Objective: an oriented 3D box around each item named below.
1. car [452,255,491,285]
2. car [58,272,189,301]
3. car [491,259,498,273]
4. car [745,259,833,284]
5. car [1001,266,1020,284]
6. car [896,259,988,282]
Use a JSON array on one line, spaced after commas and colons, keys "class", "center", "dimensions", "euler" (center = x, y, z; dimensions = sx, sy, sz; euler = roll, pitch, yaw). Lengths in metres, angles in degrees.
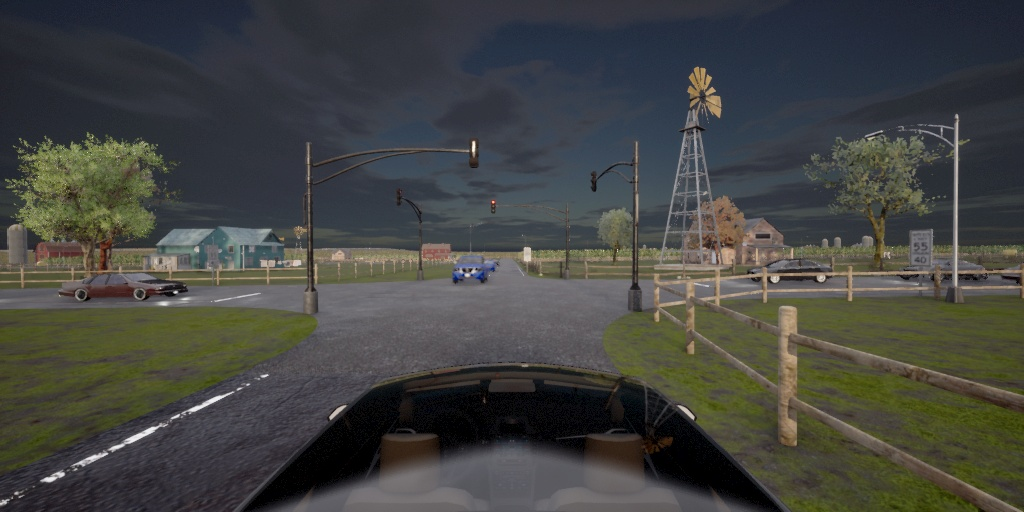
[{"class": "car", "center": [-2.942, 0.947, 26.241], "dimensions": [2.150, 2.045, 5.566], "euler": [-1, -1, 0]}, {"class": "car", "center": [-20.634, 1.587, 19.140], "dimensions": [5.357, 1.411, 2.033], "euler": [-1, 1, 0]}, {"class": "car", "center": [-3.059, 1.222, 44.522], "dimensions": [1.882, 1.535, 5.008], "euler": [0, 0, 0]}, {"class": "car", "center": [17.688, 0.957, 23.014], "dimensions": [4.892, 1.490, 1.837], "euler": [-1, 1, 0]}, {"class": "car", "center": [30.088, 0.905, 19.371], "dimensions": [5.357, 1.411, 2.033], "euler": [-1, 1, 0]}, {"class": "car", "center": [27.547, 0.886, 23.056], "dimensions": [4.181, 1.385, 1.994], "euler": [-1, 1, 0]}]
